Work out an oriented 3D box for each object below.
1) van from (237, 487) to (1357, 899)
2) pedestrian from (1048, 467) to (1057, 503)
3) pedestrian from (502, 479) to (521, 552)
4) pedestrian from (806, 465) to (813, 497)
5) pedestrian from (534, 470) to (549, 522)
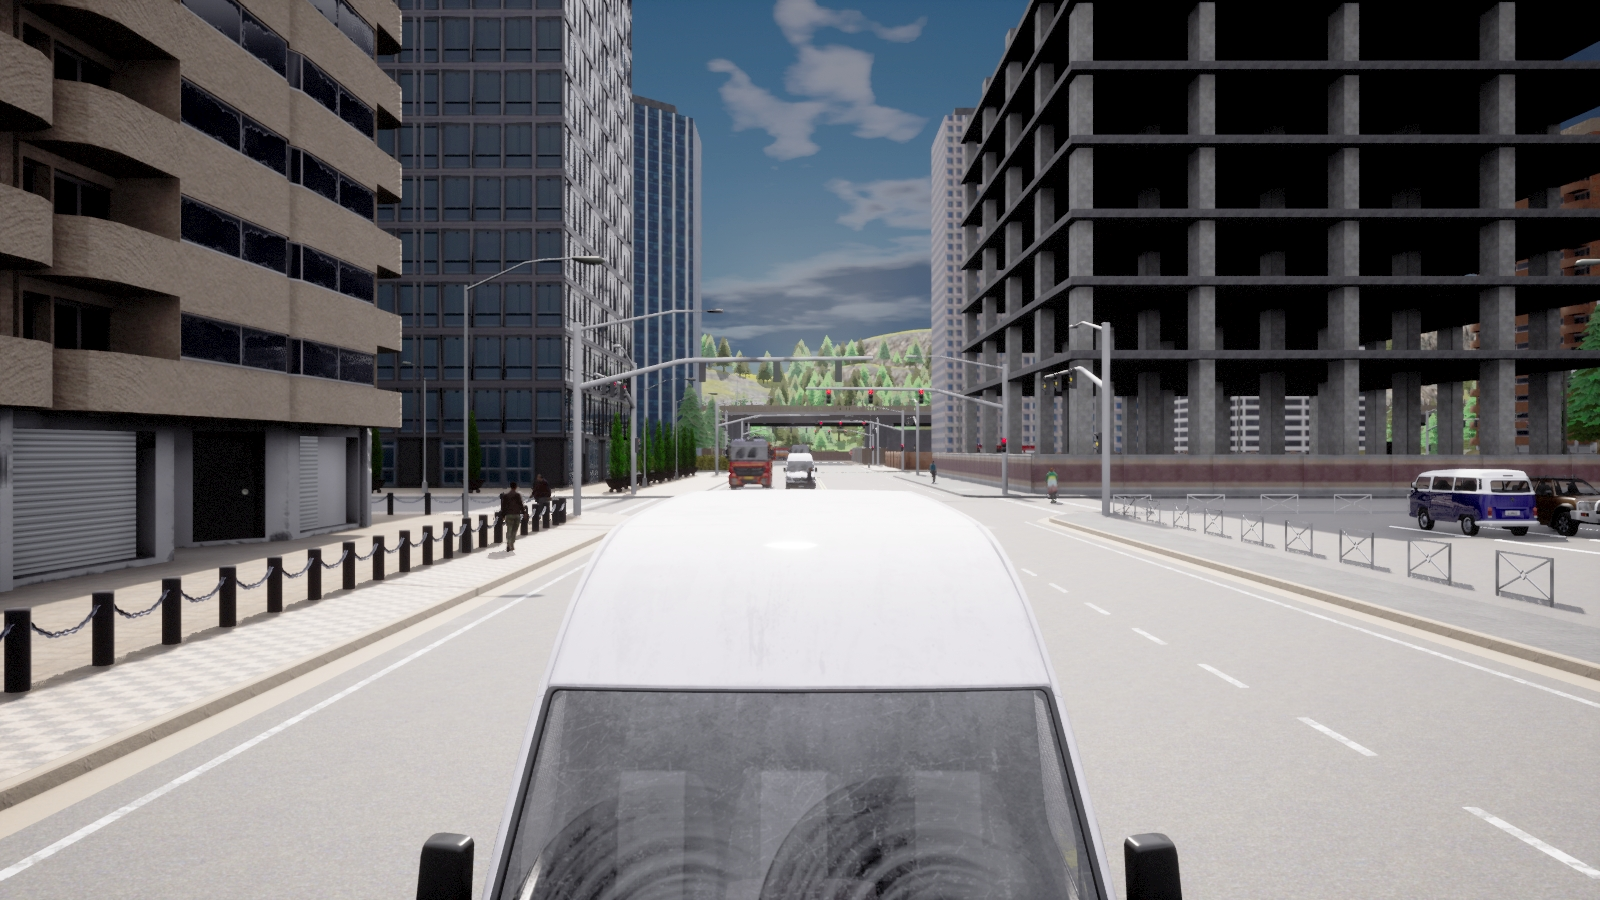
[{"bbox_3d":[-0.002,1.534,4.985,1.988,2.561,5.915,0,0,0],"label":"van"},{"bbox_3d":[12.898,1.793,58.362,0.375,1.860,0.375,0,0,7],"label":"pedestrian"},{"bbox_3d":[-7.467,1.697,29.589,0.375,1.860,0.375,0,0,1],"label":"pedestrian"},{"bbox_3d":[0.577,1.849,67.512,0.375,1.860,0.375,0,0,2],"label":"pedestrian"},{"bbox_3d":[-9.389,1.665,41.494,0.375,1.860,0.375,0,0,28],"label":"pedestrian"}]
